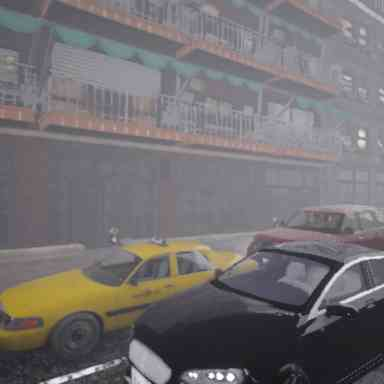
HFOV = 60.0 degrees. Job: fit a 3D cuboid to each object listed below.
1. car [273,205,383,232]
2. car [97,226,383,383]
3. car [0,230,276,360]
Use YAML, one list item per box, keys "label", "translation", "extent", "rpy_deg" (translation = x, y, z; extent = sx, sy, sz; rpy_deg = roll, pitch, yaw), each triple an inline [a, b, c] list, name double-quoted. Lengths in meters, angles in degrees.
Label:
- label: "car"
  translation: [3.823, 1.319, 9.261]
  extent: [5.009, 1.841, 2.192]
  rpy_deg: [0, 1, -35]
- label: "car"
  translation: [1.528, 1.493, 4.466]
  extent: [4.902, 1.511, 2.128]
  rpy_deg: [0, 0, -35]
- label: "car"
  translation: [-0.829, 1.527, 5.950]
  extent: [4.829, 1.417, 1.752]
  rpy_deg: [0, 1, -35]
